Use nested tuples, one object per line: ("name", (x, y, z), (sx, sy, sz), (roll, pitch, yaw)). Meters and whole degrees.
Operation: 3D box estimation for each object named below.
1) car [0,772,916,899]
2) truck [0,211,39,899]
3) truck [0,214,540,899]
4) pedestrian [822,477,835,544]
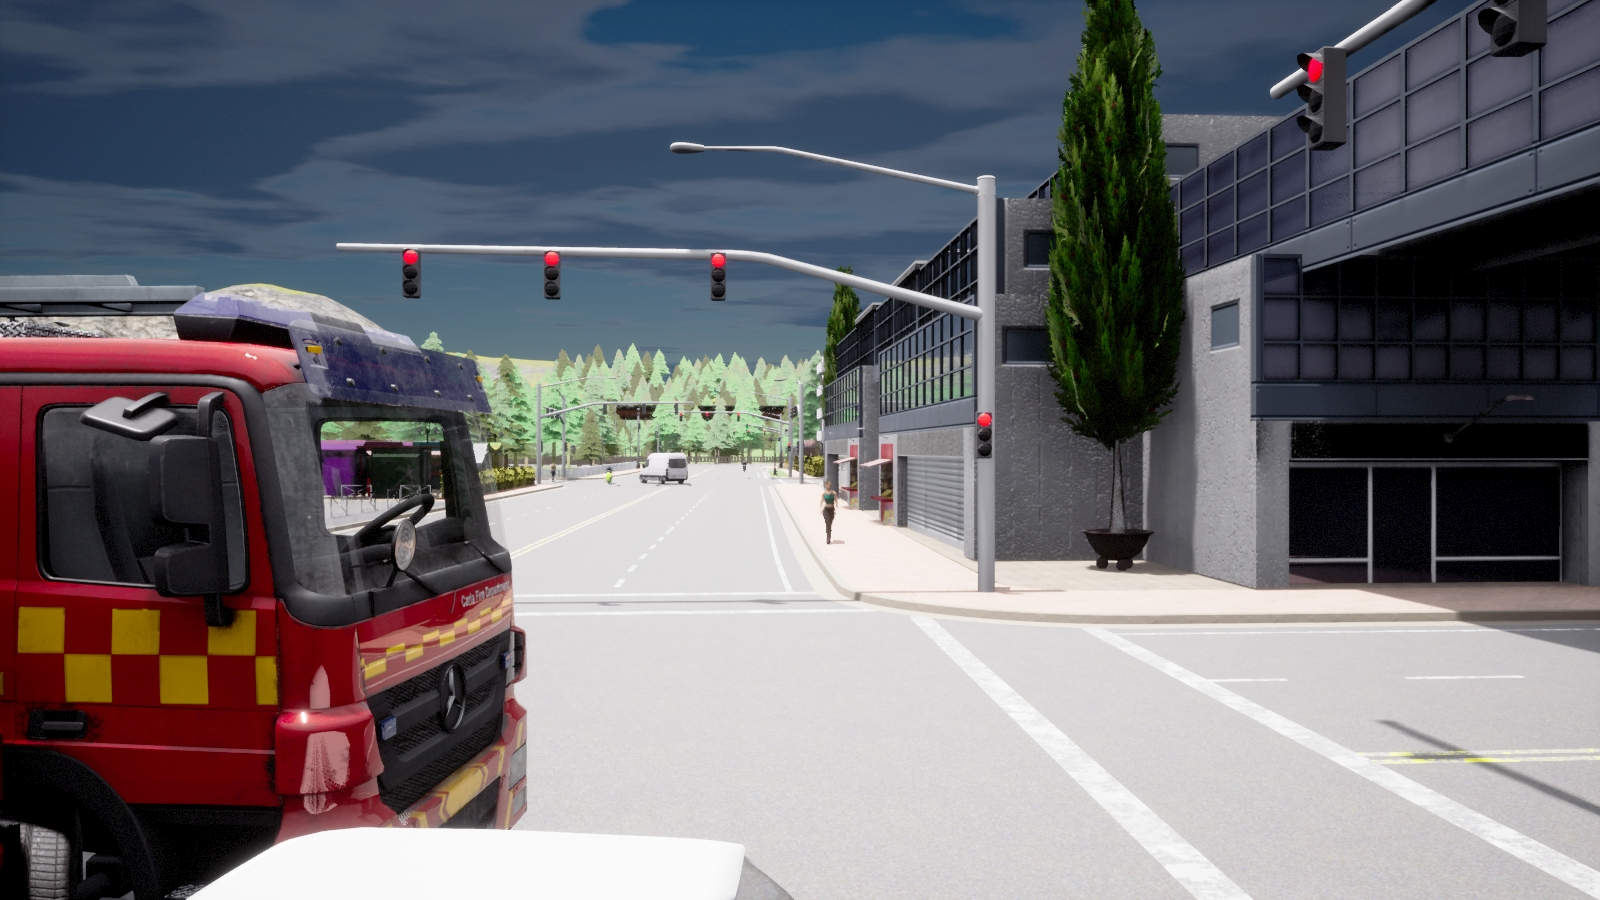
("car", (-1.549, 2.065, 3.579), (3.806, 1.475, 1.970), (0, 0, 5))
("truck", (-7.587, 0.890, 3.490), (8.468, 3.827, 2.891), (0, 0, -3))
("truck", (-6.102, 0.890, 6.659), (8.468, 3.827, 2.891), (0, 0, 4))
("pedestrian", (0.806, 1.696, 32.257), (0.375, 1.860, 0.375), (0, 0, 0))
